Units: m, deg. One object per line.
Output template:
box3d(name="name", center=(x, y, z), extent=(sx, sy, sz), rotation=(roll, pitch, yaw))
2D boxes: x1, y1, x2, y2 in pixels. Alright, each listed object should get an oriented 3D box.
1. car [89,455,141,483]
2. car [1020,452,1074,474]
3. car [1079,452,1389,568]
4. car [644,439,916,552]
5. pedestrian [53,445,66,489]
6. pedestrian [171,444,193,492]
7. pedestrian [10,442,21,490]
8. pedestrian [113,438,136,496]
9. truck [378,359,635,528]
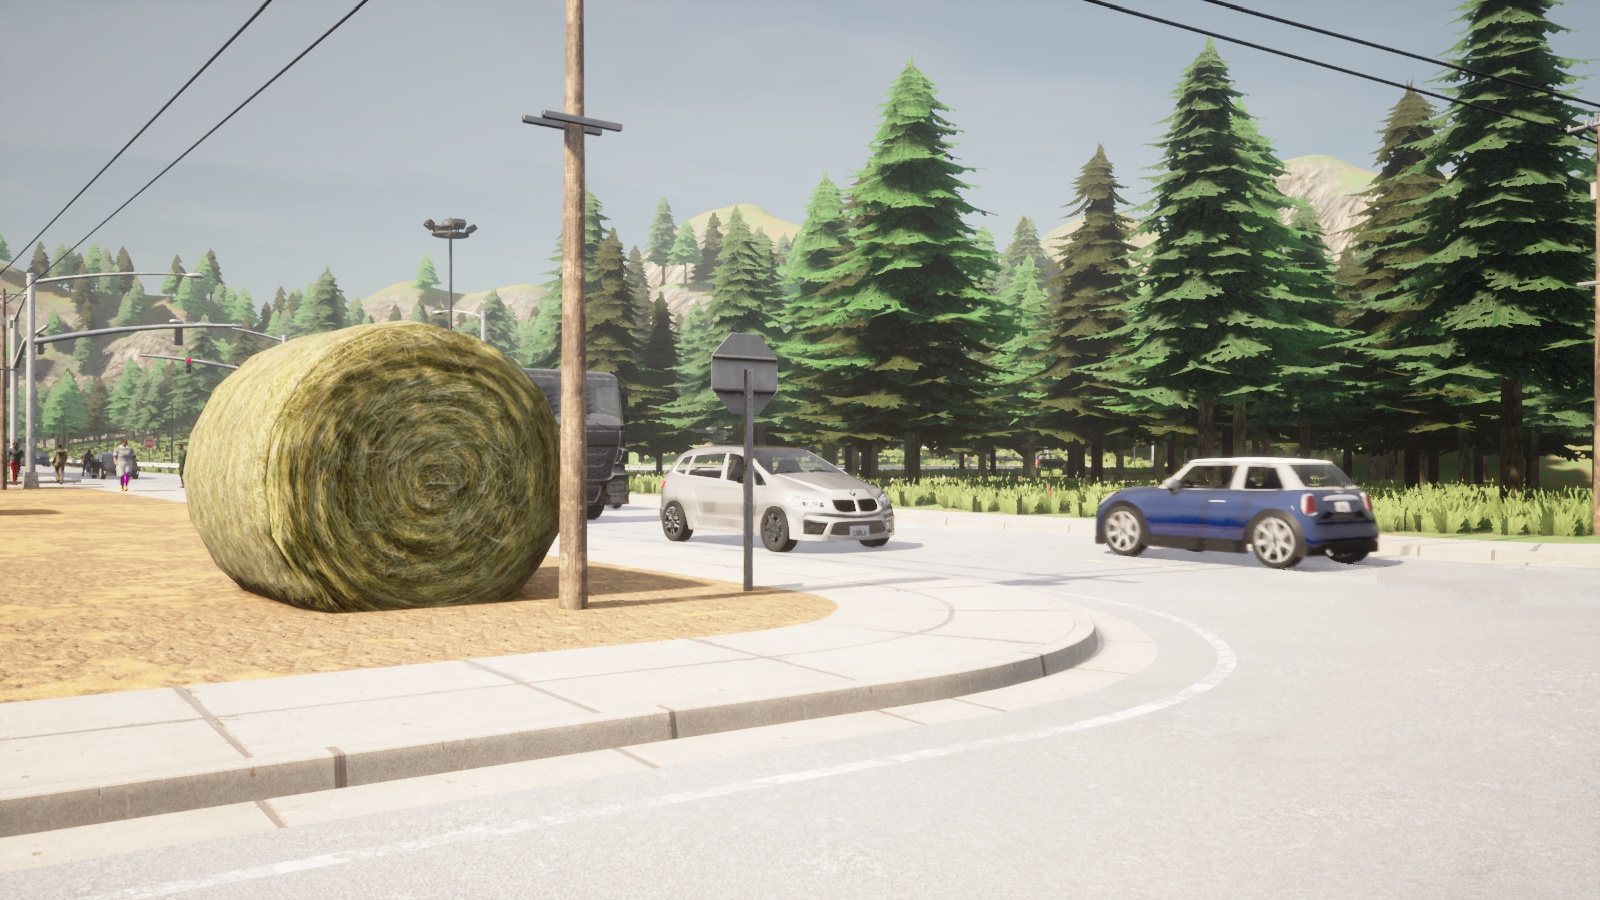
box3d(name="car", center=(-38.275, 1.037, 70.097), extent=(1.837, 1.490, 4.892), rotation=(0, 0, -38))
box3d(name="car", center=(17.822, 0.916, 90.697), extent=(3.705, 1.549, 1.789), rotation=(0, 0, -36))
box3d(name="car", center=(6.156, 0.777, 18.164), extent=(1.970, 1.475, 3.806), rotation=(0, 0, -35))
box3d(name="car", center=(-0.461, 0.677, 21.052), extent=(2.242, 1.667, 4.611), rotation=(0, 0, -37))
box3d(name="pedestrian", center=(-33.193, 0.763, 56.281), extent=(0.396, 1.930, 0.692), rotation=(0, 0, -42))
box3d(name="pedestrian", center=(-25.166, 0.739, 51.155), extent=(0.788, 1.949, 0.423), rotation=(0, 0, -27))
box3d(name="pedestrian", center=(-30.724, 0.627, 49.179), extent=(0.353, 1.847, 0.614), rotation=(0, 0, -36))
box3d(name="pedestrian", center=(-23.095, 0.582, 42.940), extent=(0.659, 1.952, 0.873), rotation=(0, 0, -31))
box3d(name="truck", center=(-7.195, -0.114, 29.783), extent=(2.891, 3.462, 7.936), rotation=(0, 0, -38))
